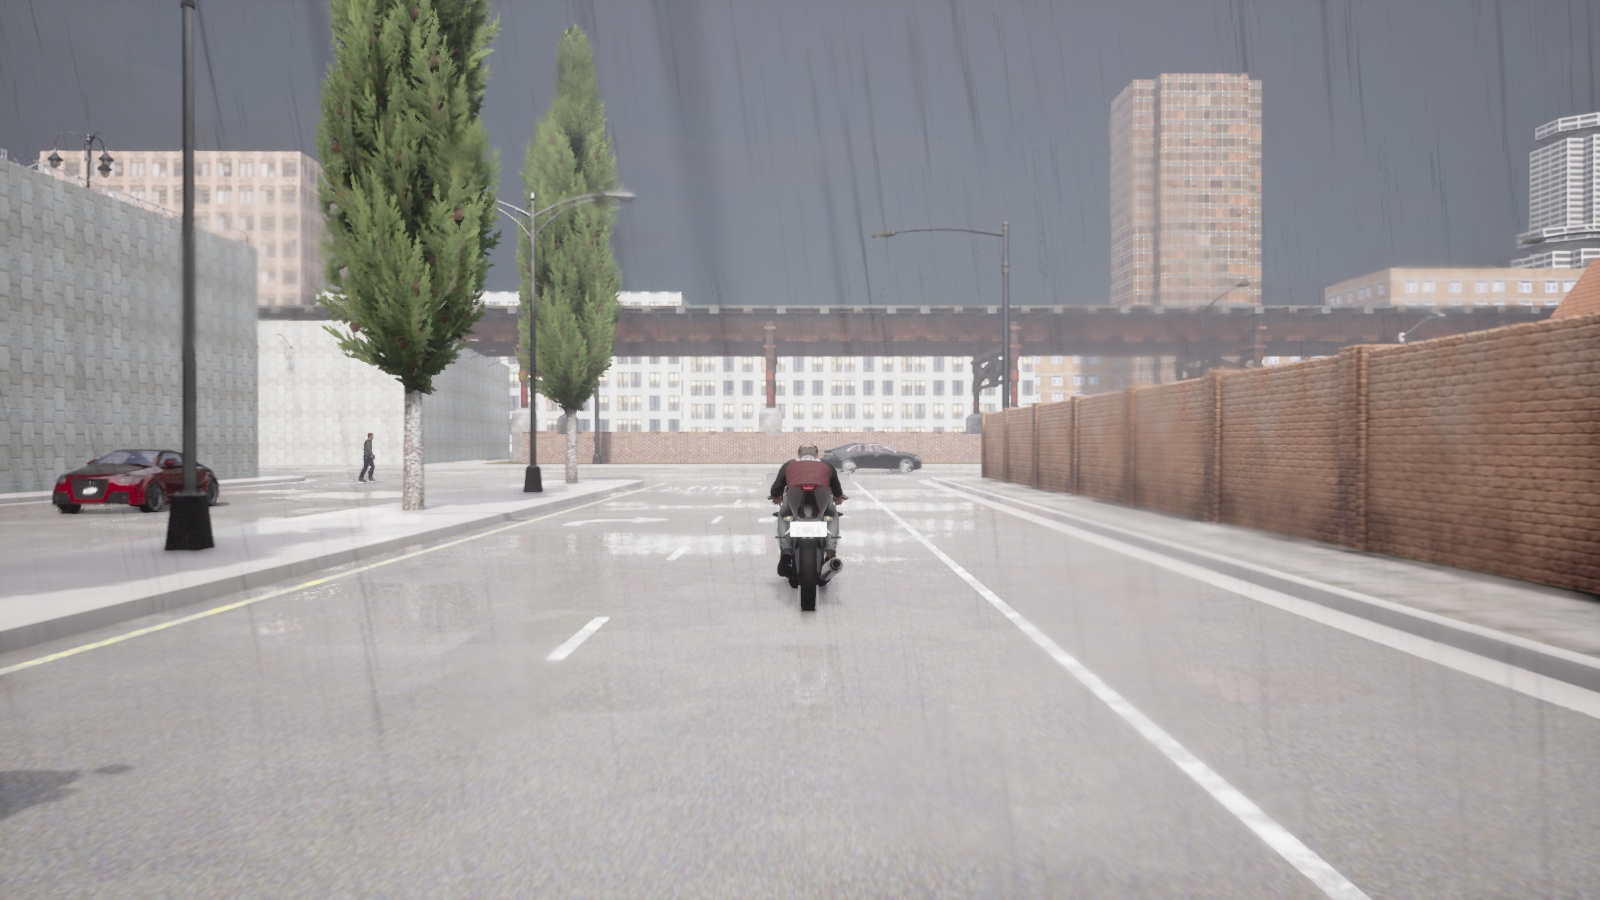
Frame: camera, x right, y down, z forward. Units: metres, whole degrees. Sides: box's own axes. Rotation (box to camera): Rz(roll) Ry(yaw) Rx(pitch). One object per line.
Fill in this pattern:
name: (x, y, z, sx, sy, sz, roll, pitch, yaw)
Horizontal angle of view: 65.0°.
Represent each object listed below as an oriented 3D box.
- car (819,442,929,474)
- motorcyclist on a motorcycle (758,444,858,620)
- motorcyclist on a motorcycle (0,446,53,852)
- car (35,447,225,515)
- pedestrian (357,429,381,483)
car: (3.551, 0.364, 60.601, 4.902, 1.511, 2.128, 0, 0, -13)
motorcyclist on a motorcycle: (0.075, 0.714, 12.053, 0.866, 1.530, 2.191, 0, 0, 0)
motorcyclist on a motorcycle: (-3.460, 0.756, 3.985, 0.866, 1.530, 2.191, 0, 0, 0)
car: (-14.825, 0.640, 28.063, 1.994, 1.385, 4.181, 0, 0, 0)
pedestrian: (-15.799, 0.219, 46.037, 0.788, 1.949, 0.423, 0, 0, -11)
